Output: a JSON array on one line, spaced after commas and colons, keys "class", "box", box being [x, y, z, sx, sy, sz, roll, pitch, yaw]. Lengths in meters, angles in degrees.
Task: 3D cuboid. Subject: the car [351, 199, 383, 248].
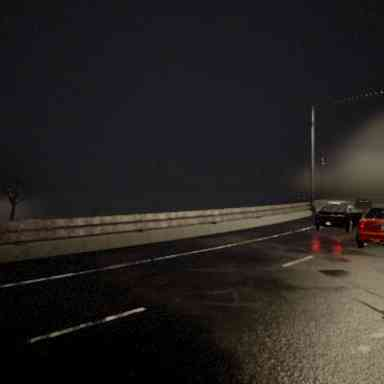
[{"class": "car", "box": [8.555, 1.342, 13.947, 2.097, 1.767, 4.553, 0, 0, 41]}]

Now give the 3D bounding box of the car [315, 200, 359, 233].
[{"class": "car", "box": [8.839, 1.473, 19.823, 2.128, 1.511, 4.902, 0, 0, 38]}]

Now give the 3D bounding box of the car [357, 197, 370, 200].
[{"class": "car", "box": [24.209, 1.454, 47.016, 2.128, 1.511, 4.902, 0, 0, 22]}]
